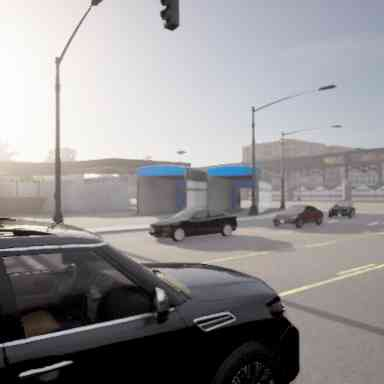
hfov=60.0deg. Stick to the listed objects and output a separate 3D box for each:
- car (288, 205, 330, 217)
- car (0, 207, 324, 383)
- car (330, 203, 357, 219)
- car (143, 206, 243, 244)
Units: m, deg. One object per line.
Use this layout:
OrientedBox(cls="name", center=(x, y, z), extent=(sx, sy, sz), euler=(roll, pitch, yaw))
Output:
OrientedBox(cls="car", center=(7.488, 1.611, 23.089), extent=(4.674, 1.442, 1.812), euler=(0, 0, -44))
OrientedBox(cls="car", center=(-1.533, 1.242, 2.722), extent=(5.566, 2.045, 2.150), euler=(0, 0, -35))
OrientedBox(cls="car", center=(13.981, 1.687, 30.793), extent=(1.895, 1.301, 4.718), euler=(-1, 0, 32))
OrientedBox(cls="car", center=(0.169, 1.578, 17.229), extent=(5.008, 1.535, 1.882), euler=(0, 0, -37))
